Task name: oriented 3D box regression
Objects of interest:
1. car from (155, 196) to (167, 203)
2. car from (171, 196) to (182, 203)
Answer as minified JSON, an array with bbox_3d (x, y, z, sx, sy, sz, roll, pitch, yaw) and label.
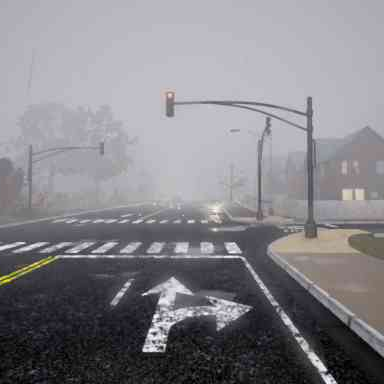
[{"bbox_3d":[-6.365,1.503,68.129,1.882,1.535,5.008,0,0,5],"label":"car"},{"bbox_3d":[-3.130,1.542,67.813,1.812,1.442,4.674,0,0,5],"label":"car"}]
